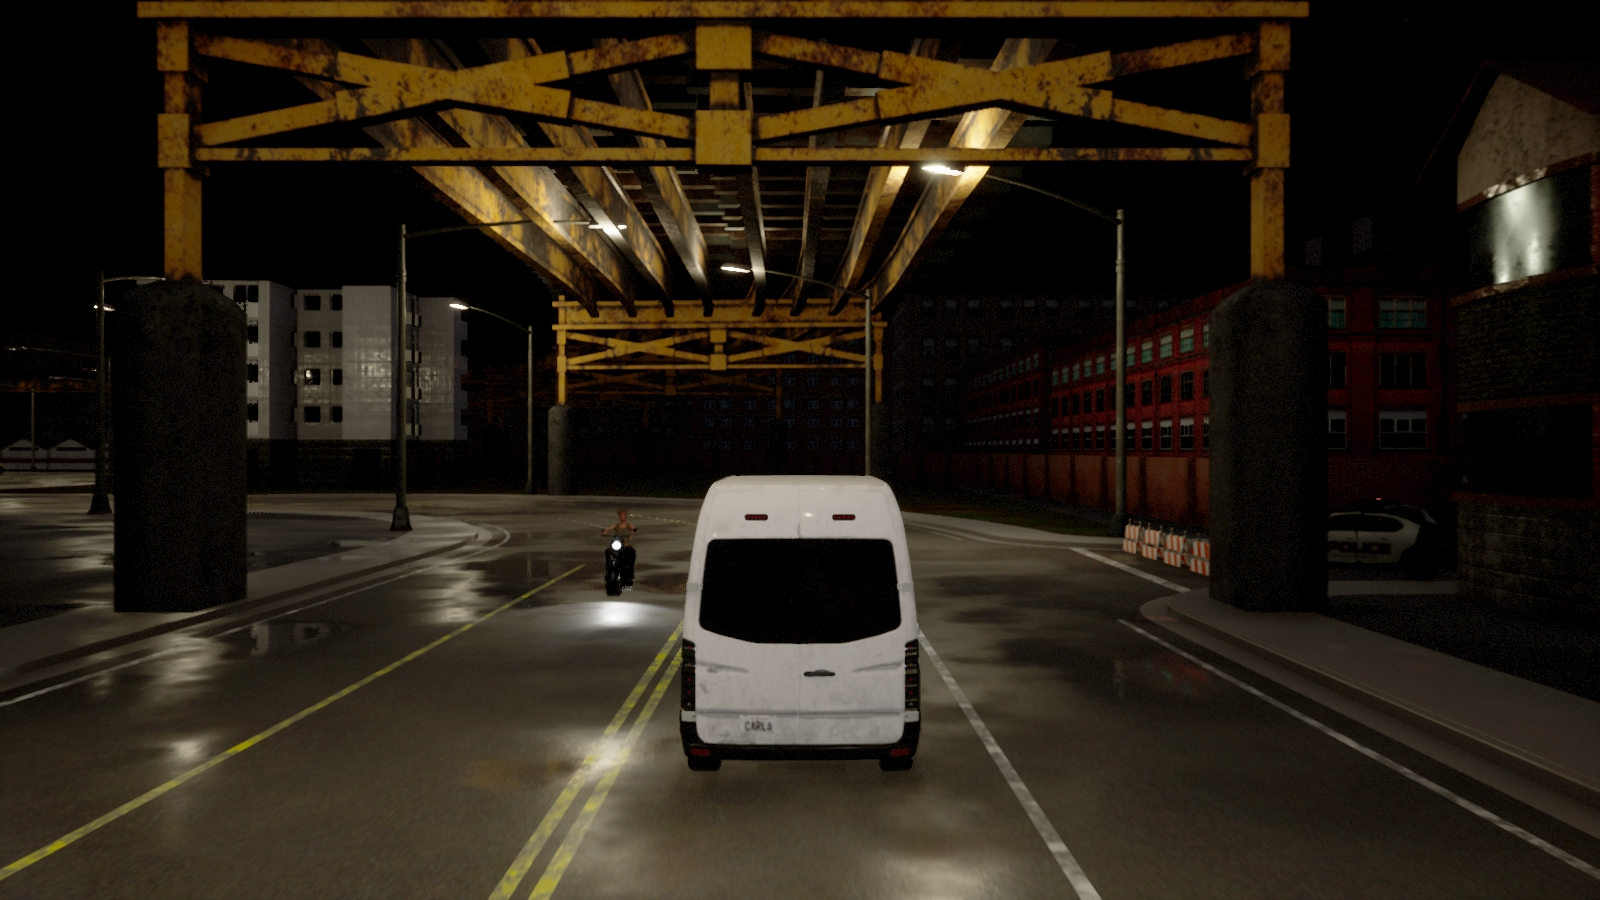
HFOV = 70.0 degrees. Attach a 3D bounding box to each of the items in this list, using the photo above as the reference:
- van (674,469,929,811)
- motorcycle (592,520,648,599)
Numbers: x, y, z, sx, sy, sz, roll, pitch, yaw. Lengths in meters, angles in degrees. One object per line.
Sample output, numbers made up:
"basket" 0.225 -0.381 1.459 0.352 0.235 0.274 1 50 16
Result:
"van" 0.011 1.532 11.857 1.988 2.561 5.915 0 0 0
"motorcycle" -3.548 2.139 22.647 0.764 1.332 2.356 0 0 -1
